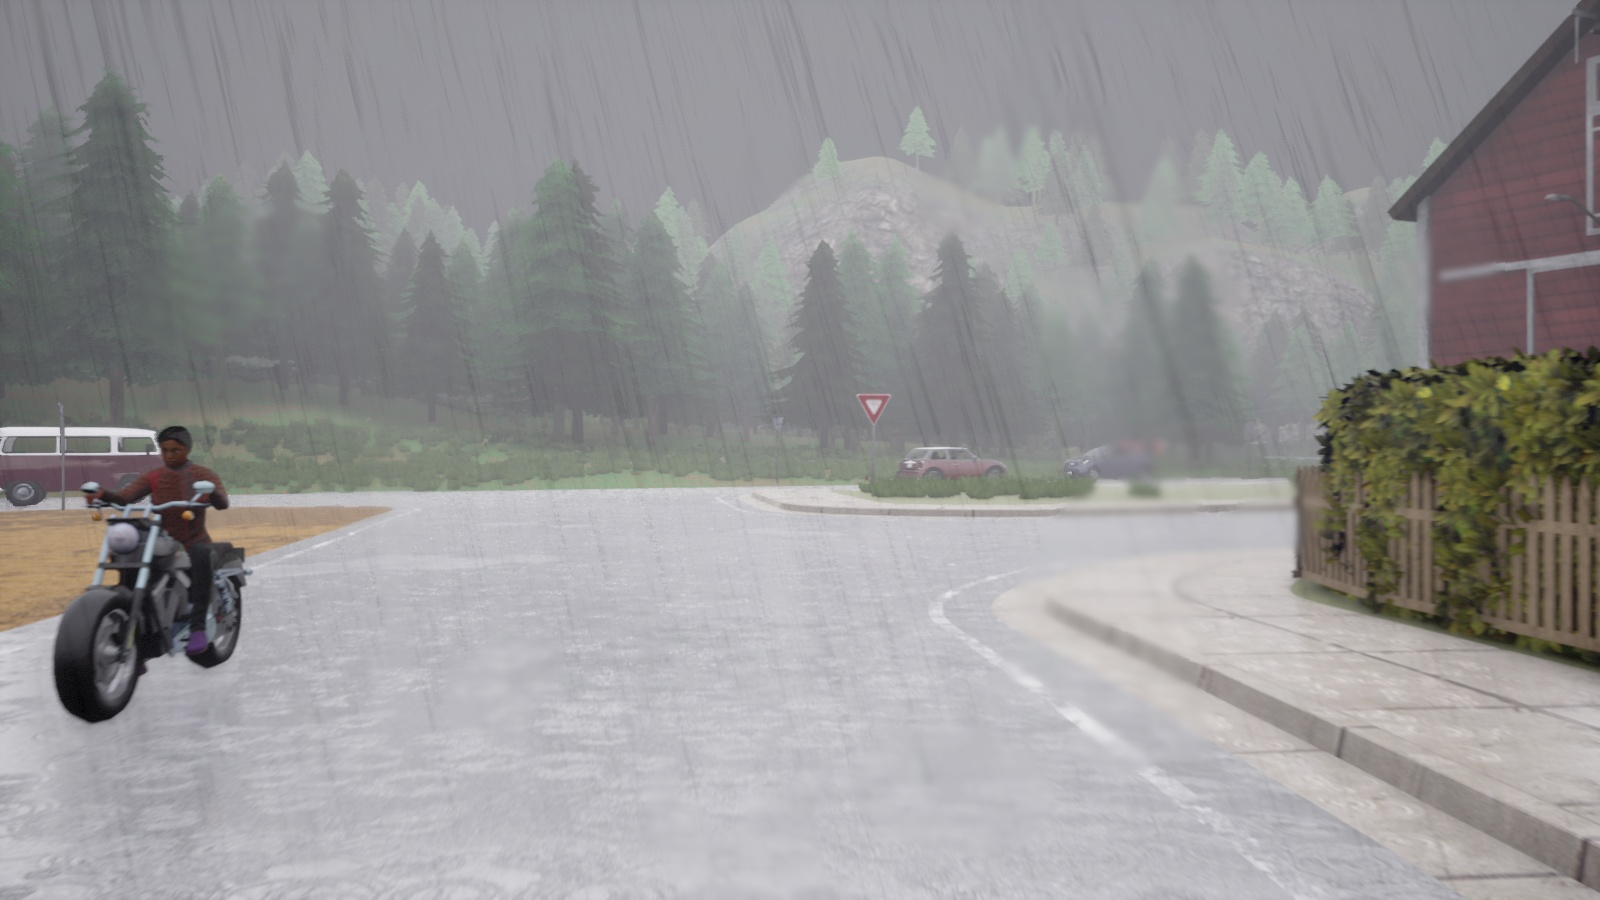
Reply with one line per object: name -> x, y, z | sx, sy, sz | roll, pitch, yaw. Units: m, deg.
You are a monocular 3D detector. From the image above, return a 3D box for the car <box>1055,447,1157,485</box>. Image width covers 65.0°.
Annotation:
car -> 12.411, 0.638, 50.963 | 3.633, 1.501, 1.845 | 0, 0, -25

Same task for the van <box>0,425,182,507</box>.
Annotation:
van -> -18.700, 0.380, 32.869 | 4.480, 2.038, 2.069 | -1, 0, -25

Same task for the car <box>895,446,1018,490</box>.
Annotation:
car -> 5.484, 0.602, 43.924 | 3.806, 1.475, 1.970 | 0, 0, -26

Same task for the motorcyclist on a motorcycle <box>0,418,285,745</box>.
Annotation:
motorcyclist on a motorcycle -> -3.855, 0.652, 7.527 | 0.766, 1.649, 2.350 | 0, 1, -5
